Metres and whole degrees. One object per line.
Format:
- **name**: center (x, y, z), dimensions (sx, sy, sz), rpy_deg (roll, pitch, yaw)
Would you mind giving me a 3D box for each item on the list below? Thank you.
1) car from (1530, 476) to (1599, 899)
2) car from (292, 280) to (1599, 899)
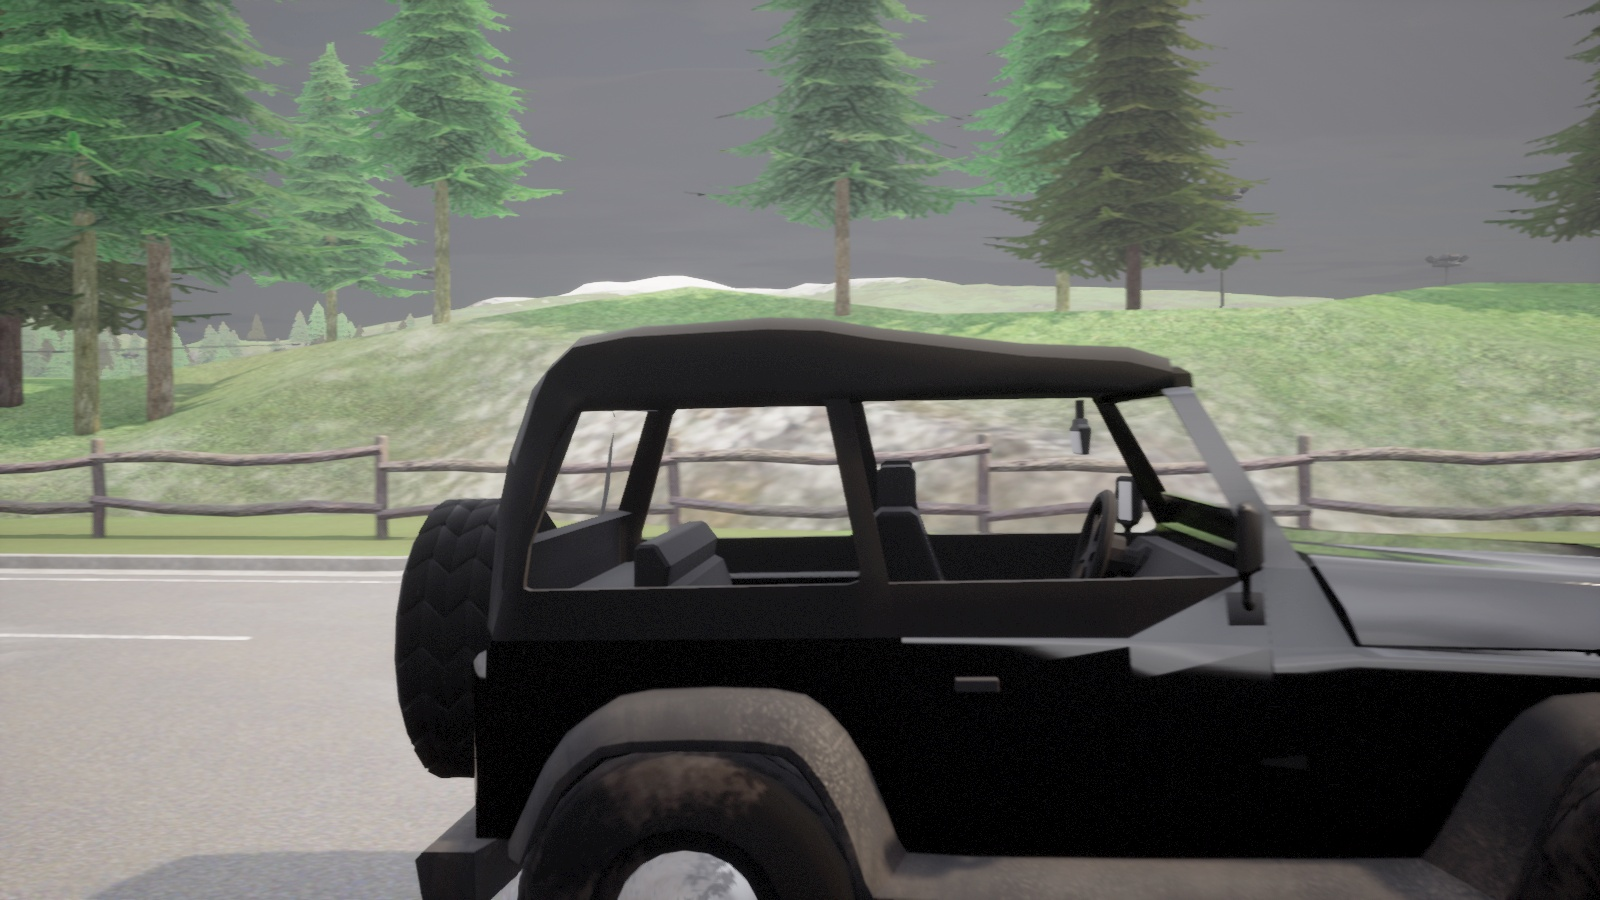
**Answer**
- **car**: center (5.391, 0.835, 3.692), dimensions (5.357, 1.411, 2.033), rpy_deg (0, 1, -3)
- **car**: center (0.820, 0.566, 3.768), dimensions (3.866, 1.878, 1.905), rpy_deg (-1, 1, 5)
